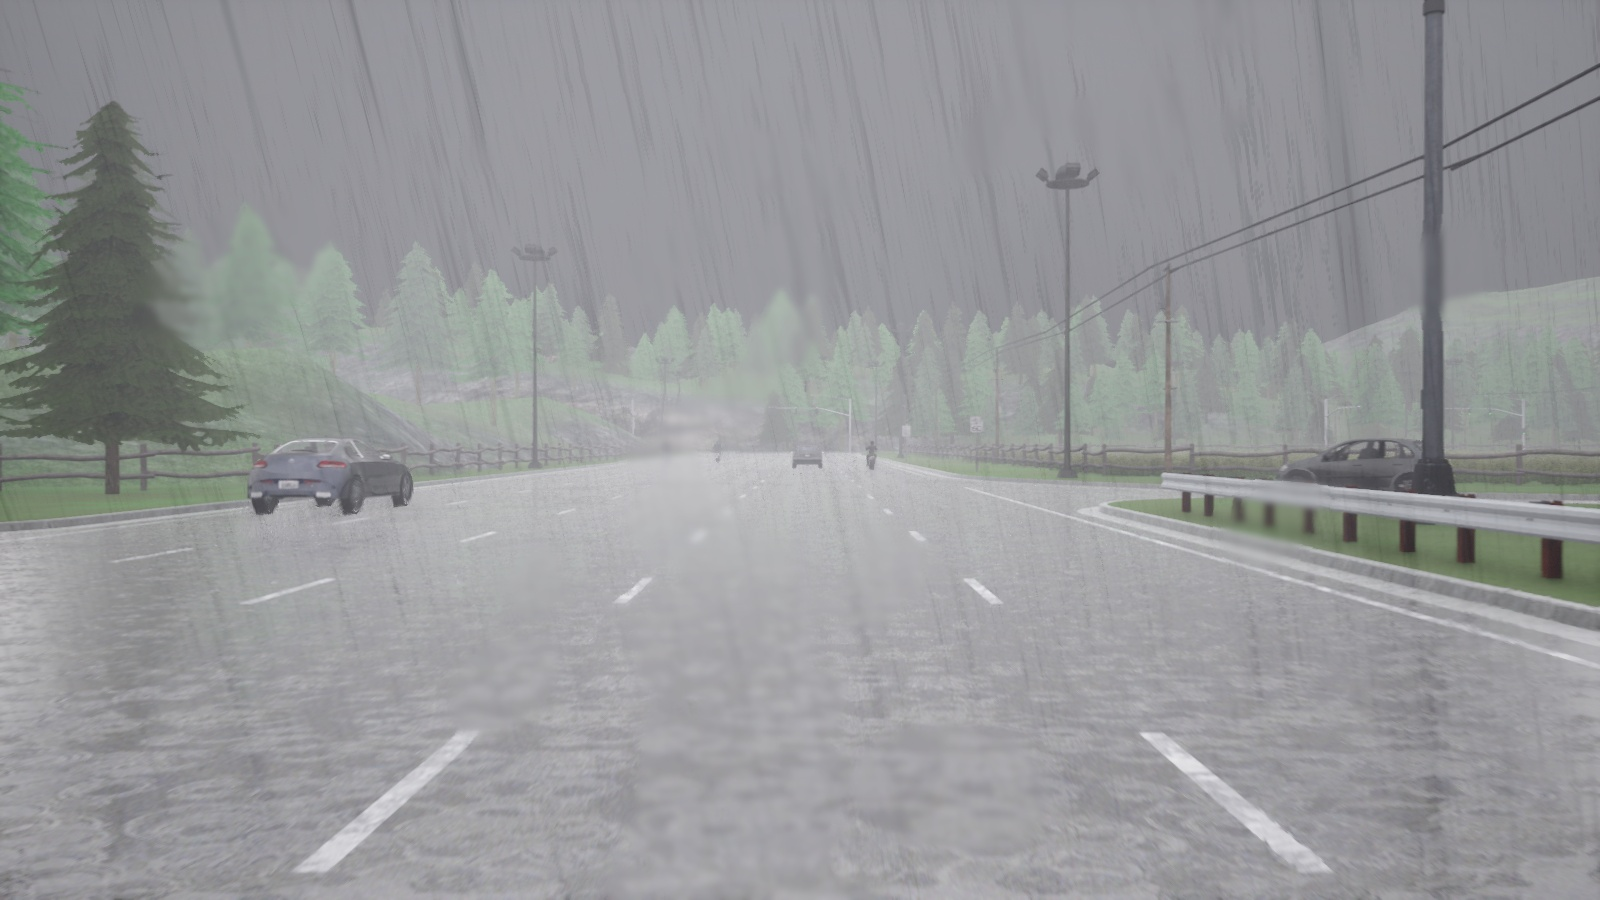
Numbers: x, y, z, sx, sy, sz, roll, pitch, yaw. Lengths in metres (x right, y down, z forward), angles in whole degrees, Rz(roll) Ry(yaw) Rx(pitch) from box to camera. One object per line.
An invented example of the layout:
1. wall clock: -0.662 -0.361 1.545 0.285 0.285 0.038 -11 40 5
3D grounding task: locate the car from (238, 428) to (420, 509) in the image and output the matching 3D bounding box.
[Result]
1. car: -10.326 0.359 28.040 2.152 1.651 5.027 0 0 0

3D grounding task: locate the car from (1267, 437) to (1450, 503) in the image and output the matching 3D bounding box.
1. car: 14.514 0.472 32.720 3.988 1.617 1.851 0 0 39

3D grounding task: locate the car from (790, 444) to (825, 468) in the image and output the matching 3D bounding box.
1. car: 0.447 0.363 76.571 2.033 1.411 5.357 0 0 0
